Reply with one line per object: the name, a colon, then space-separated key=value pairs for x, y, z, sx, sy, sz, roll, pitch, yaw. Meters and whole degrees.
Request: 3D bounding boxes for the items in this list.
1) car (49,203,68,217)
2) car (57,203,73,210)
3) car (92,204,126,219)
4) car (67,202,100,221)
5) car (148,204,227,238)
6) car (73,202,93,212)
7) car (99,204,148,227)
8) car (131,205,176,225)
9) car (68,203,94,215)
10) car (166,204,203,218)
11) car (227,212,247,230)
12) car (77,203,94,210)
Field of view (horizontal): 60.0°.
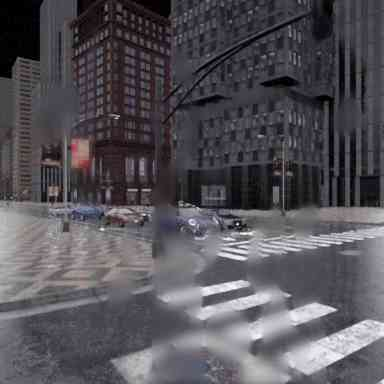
car: x=-16.720 y=2.414 z=42.403 sx=1.895 sy=1.301 sz=4.718 roll=0 pitch=-1 yaw=-35
car: x=-25.013 y=2.848 z=65.372 sx=1.895 sy=1.301 sz=4.718 roll=0 pitch=-1 yaw=-36
car: x=-9.574 y=2.151 z=37.971 sx=2.128 sy=1.511 sz=4.902 roll=0 pitch=-1 yaw=-36
car: x=-10.950 y=2.101 z=34.313 sx=1.882 sy=1.535 sz=5.008 roll=0 pitch=-1 yaw=-36
car: x=-0.402 y=1.634 z=19.582 sx=2.097 sy=1.767 sz=4.553 roll=0 pitch=-1 yaw=-35
car: x=-18.612 y=2.545 z=56.457 sx=1.837 sy=1.490 sz=4.892 roll=0 pitch=-1 yaw=-36
car: x=-5.554 y=1.974 z=26.796 sx=1.812 sy=1.442 sz=4.674 roll=0 pitch=-1 yaw=-36
car: x=-3.510 y=1.966 z=29.518 sx=1.837 sy=1.490 sz=4.892 roll=0 pitch=-1 yaw=-35
car: x=-15.612 y=2.350 z=46.463 sx=2.128 sy=1.511 sz=4.902 roll=0 pitch=-1 yaw=-35
car: x=-0.921 y=2.067 z=37.392 sx=1.812 sy=1.442 sz=4.674 roll=0 pitch=-1 yaw=-36
car: x=1.671 y=1.859 z=22.301 sx=1.994 sy=1.385 sz=4.181 roll=0 pitch=-1 yaw=-36
car: x=-21.021 y=2.798 z=65.384 sx=1.895 sy=1.301 sz=4.718 roll=0 pitch=-1 yaw=-36
